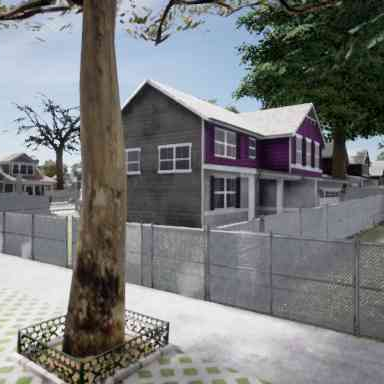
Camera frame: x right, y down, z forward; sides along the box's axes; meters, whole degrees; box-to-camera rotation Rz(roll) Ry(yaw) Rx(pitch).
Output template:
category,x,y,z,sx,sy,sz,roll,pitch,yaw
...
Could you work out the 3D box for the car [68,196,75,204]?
category,x,y,z,sx,sy,sz,roll,pitch,yaw
car,-12.385,0.670,39.639,2.128,1.511,4.902,0,2,36
